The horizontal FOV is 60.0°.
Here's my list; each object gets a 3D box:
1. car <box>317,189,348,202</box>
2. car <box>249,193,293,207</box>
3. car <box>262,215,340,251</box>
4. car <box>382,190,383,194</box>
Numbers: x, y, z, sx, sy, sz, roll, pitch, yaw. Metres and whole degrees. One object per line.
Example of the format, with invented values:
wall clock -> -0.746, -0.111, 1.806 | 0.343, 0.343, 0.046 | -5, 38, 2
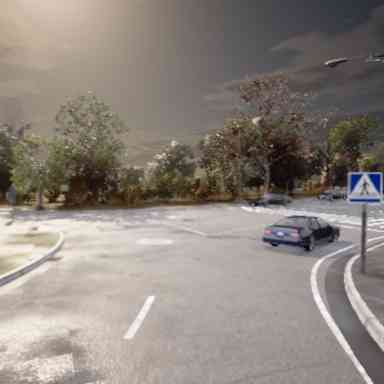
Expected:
car -> 18.295, 0.378, 43.060 | 4.902, 1.511, 2.128 | -3, 3, -31
car -> 8.916, 0.873, 37.384 | 5.357, 1.411, 2.033 | -2, 3, -31
car -> 5.315, 1.801, 15.751 | 2.033, 1.411, 5.357 | 2, 1, 41
car -> 31.155, -0.154, 50.789 | 4.718, 1.301, 1.895 | -3, 3, -31
